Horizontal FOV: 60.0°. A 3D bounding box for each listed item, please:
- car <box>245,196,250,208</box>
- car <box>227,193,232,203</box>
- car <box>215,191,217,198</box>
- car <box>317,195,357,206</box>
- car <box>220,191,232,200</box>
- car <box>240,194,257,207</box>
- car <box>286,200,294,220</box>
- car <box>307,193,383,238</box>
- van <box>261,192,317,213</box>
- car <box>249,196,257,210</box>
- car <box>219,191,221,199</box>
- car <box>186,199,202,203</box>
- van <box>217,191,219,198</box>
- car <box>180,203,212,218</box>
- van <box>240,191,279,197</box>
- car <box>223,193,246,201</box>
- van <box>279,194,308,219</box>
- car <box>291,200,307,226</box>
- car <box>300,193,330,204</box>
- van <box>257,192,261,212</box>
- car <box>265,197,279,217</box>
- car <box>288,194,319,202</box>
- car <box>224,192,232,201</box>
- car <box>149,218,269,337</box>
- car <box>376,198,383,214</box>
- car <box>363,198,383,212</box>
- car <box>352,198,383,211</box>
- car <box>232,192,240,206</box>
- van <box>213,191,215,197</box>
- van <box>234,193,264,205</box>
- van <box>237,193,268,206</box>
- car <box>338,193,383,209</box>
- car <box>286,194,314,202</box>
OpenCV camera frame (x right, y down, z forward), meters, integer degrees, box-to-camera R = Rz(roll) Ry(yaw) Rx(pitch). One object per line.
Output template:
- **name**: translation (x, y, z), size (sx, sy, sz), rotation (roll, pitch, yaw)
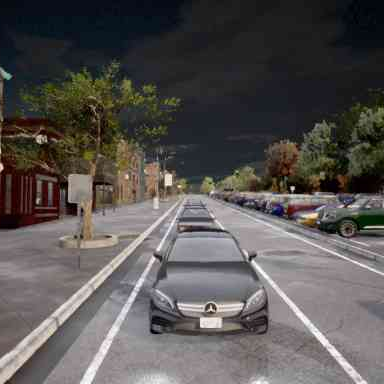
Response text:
- **car**: translation (9.120, 1.465, 39.507), size (4.674, 1.452, 2.002), rotation (0, 0, 0)
- **car**: translation (8.998, 1.290, 56.328), size (4.892, 1.521, 2.231), rotation (0, 1, 0)
- **car**: translation (8.822, 1.064, 81.556), size (5.008, 1.535, 2.097), rotation (0, 1, 0)
- **car**: translation (22.306, 1.332, 51.350), size (5.366, 1.575, 1.946), rotation (0, 1, 0)
- **car**: translation (8.917, 0.963, 64.735), size (5.566, 2.045, 2.435), rotation (0, 1, 0)
- **car**: translation (9.110, 1.408, 42.309), size (4.892, 1.521, 2.231), rotation (0, 0, 0)
- **car**: translation (9.244, 1.506, 22.680), size (4.674, 1.452, 2.002), rotation (0, 0, 0)
- **car**: translation (9.253, 1.221, 17.073), size (5.566, 2.045, 2.435), rotation (0, 0, 0)
- **van**: translation (9.066, 1.230, 31.093), size (4.442, 1.987, 1.878), rotation (0, 0, 0)
- **car**: translation (9.172, 1.470, 36.699), size (4.792, 1.488, 2.163), rotation (0, 0, 0)
- **car**: translation (8.897, 0.938, 67.538), size (5.566, 2.045, 2.435), rotation (0, 1, 0)
- **car**: translation (0.221, 1.442, 29.944), size (2.128, 1.511, 4.902), rotation (0, 0, 0)
- **van**: translation (8.730, 0.864, 78.750), size (4.442, 1.987, 1.878), rotation (0, 1, 0)
- **car**: translation (0.194, 1.532, 17.447), size (2.033, 1.411, 5.357), rotation (0, 0, 0)
- **van**: translation (9.200, 1.163, 45.116), size (4.442, 1.987, 1.878), rotation (0, 0, 0)
- **car**: translation (8.875, 1.039, 70.342), size (4.553, 1.767, 2.185), rotation (0, 1, 0)
- **van**: translation (9.338, 1.237, 25.484), size (4.442, 1.987, 1.878), rotation (0, 0, 0)
- **car**: translation (9.076, 1.466, 19.876), size (5.366, 1.575, 1.946), rotation (0, 0, 0)
- **car**: translation (22.092, 1.135, 59.677), size (4.553, 1.767, 2.185), rotation (0, 1, 0)
- **van**: translation (9.279, 1.222, 33.896), size (4.442, 1.987, 1.878), rotation (0, 0, 0)
- **car**: translation (9.197, 1.460, 28.287), size (5.008, 1.535, 2.097), rotation (0, 0, 0)
- **car**: translation (21.837, 1.209, 65.226), size (5.366, 1.575, 1.946), rotation (0, 0, 0)
- **car**: translation (8.962, 1.279, 61.934), size (4.674, 1.452, 2.002), rotation (0, 1, 0)
- **car**: translation (0.253, 1.524, 6.868), size (1.812, 1.442, 4.674), rotation (0, 0, 0)
- **car**: translation (22.421, 1.444, 34.693), size (5.366, 1.575, 1.946), rotation (0, 0, 0)
- **car**: translation (22.188, 1.469, 37.464), size (4.792, 1.488, 2.163), rotation (0, 0, 0)
- **car**: translation (22.226, 1.452, 40.247), size (4.792, 1.488, 2.163), rotation (0, 0, 0)
- **car**: translation (9.036, 1.113, 47.915), size (5.566, 2.045, 2.435), rotation (0, 1, 0)
- **van**: translation (8.651, 0.764, 89.962), size (4.442, 1.987, 1.878), rotation (0, 1, 0)
- **van**: translation (9.141, 1.088, 53.524), size (4.442, 1.987, 1.878), rotation (0, 1, 0)
- **van**: translation (9.161, 1.113, 50.720), size (4.442, 1.987, 1.878), rotation (0, 1, 0)
- **car**: translation (22.150, 1.153, 43.020), size (5.566, 2.045, 2.435), rotation (0, 0, 0)
- **car**: translation (22.008, 1.188, 68.004), size (4.892, 1.521, 2.231), rotation (0, 1, 0)
